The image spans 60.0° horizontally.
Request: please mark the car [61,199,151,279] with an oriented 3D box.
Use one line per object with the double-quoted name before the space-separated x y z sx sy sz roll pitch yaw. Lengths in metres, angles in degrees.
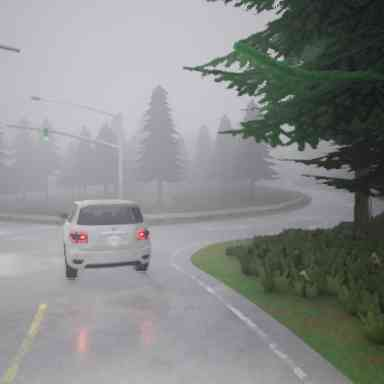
"car" -2.855 1.221 10.463 2.150 2.045 5.566 0 0 -21
